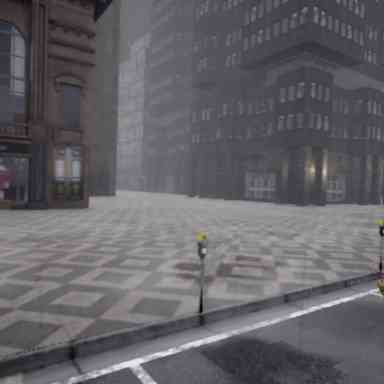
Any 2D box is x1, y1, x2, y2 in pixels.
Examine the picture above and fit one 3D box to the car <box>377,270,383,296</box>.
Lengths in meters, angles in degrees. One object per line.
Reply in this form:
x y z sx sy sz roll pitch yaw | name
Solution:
5.734 1.518 6.954 4.829 1.417 1.752 1 2 -34 | car
